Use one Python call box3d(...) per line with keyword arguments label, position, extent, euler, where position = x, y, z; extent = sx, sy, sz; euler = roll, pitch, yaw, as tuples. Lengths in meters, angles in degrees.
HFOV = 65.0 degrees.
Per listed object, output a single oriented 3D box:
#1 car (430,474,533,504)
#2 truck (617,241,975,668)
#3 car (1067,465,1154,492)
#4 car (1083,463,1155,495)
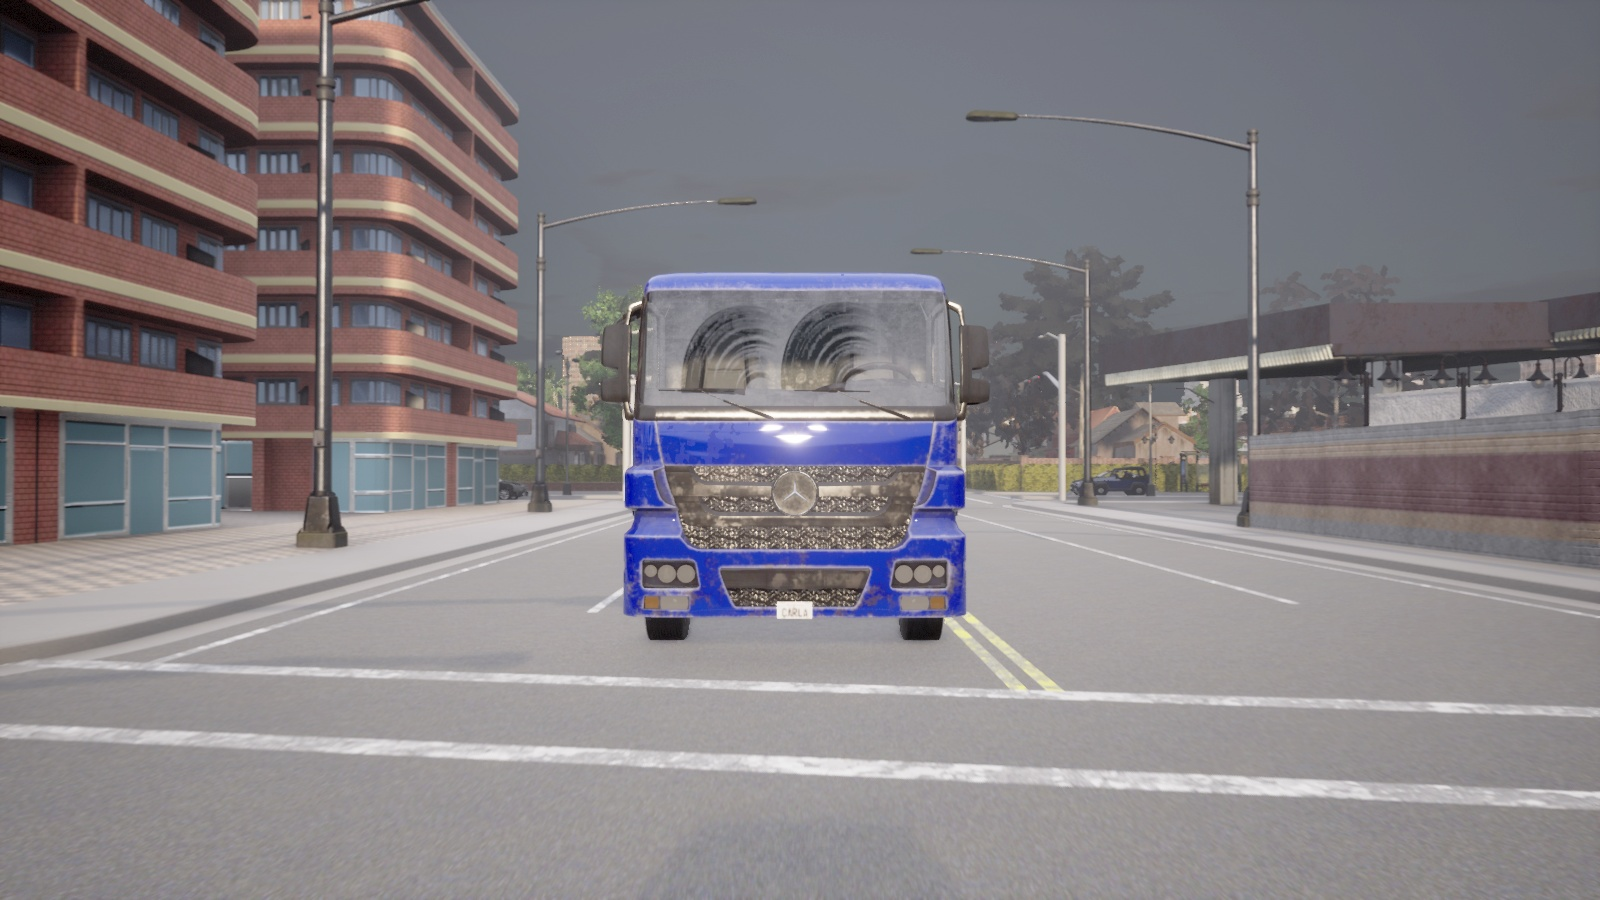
box3d(label="car", position=(-16.731, 2.051, 66.066), extent=(4.892, 1.490, 1.837), euler=(0, -1, 2))
box3d(label="truck", position=(-0.050, 0.098, 14.193), extent=(2.891, 3.462, 7.936), euler=(0, -1, 0))
box3d(label="car", position=(19.868, 1.822, 80.444), extent=(5.027, 1.651, 2.152), euler=(0, -1, 0))
box3d(label="car", position=(19.515, 1.784, 76.926), extent=(3.866, 1.878, 1.905), euler=(0, -1, 1))
